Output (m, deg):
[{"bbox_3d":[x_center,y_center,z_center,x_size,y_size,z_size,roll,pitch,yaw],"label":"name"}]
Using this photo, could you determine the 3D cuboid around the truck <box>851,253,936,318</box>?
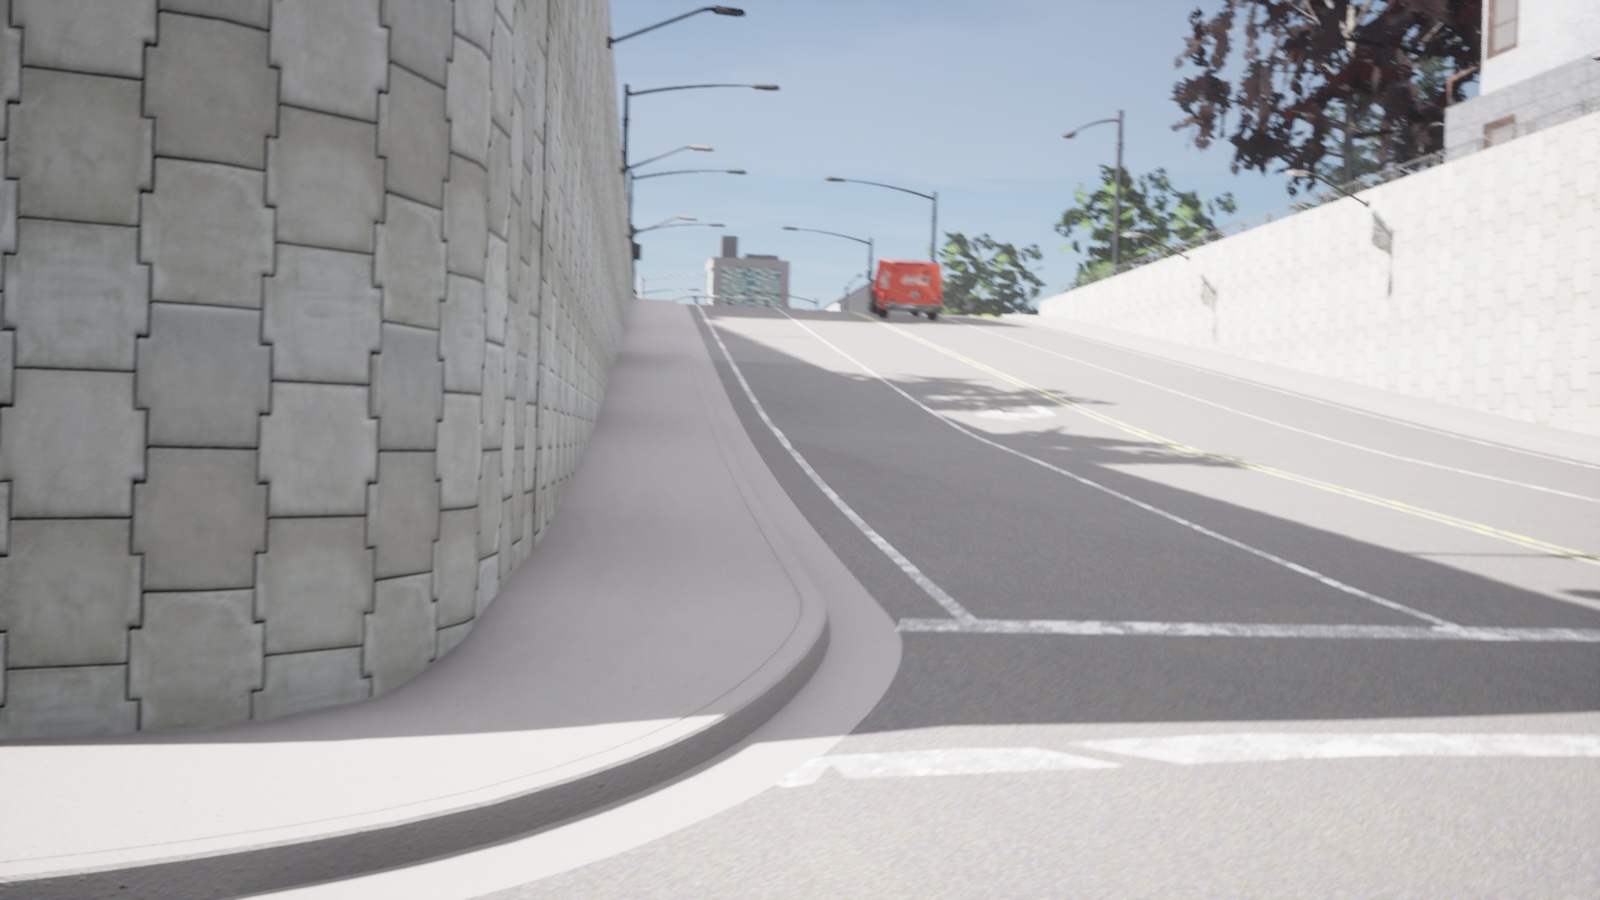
[{"bbox_3d":[3.977,-7.226,54.661,2.627,2.467,5.204,0,10,-7],"label":"truck"}]
